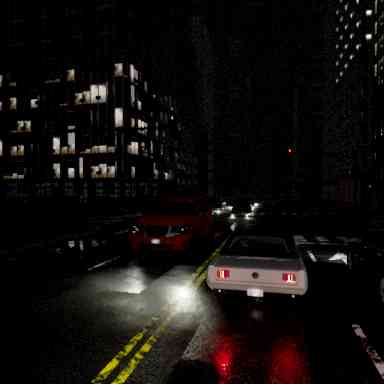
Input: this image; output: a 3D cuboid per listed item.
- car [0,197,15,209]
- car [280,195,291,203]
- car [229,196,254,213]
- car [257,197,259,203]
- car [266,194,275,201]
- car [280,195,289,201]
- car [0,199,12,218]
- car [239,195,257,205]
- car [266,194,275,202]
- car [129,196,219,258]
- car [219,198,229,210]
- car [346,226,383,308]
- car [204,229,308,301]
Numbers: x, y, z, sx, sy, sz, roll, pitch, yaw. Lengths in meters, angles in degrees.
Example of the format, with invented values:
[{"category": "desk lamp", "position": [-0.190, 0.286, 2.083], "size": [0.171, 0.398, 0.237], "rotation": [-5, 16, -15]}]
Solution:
[{"category": "car", "position": [-20.453, 1.209, 33.694], "size": [5.008, 1.535, 1.882], "rotation": [1, 1, 15]}, {"category": "car", "position": [19.720, 1.473, 69.625], "size": [2.033, 1.411, 5.357], "rotation": [0, 0, 13]}, {"category": "car", "position": [5.229, 1.437, 35.623], "size": [1.882, 1.535, 5.008], "rotation": [0, -1, 7]}, {"category": "car", "position": [12.388, 1.440, 66.981], "size": [2.128, 1.511, 4.902], "rotation": [0, 0, 14]}, {"category": "car", "position": [18.981, 1.284, 80.513], "size": [2.128, 1.511, 4.902], "rotation": [0, 0, 13]}, {"category": "car", "position": [22.149, 1.354, 79.786], "size": [1.895, 1.301, 4.718], "rotation": [0, 0, 13]}, {"category": "car", "position": [-17.229, 1.434, 26.781], "size": [4.313, 1.339, 1.947], "rotation": [1, 1, 15]}, {"category": "car", "position": [8.867, 1.490, 52.583], "size": [1.812, 1.442, 4.674], "rotation": [0, 0, 13]}, {"category": "car", "position": [16.663, 1.529, 70.816], "size": [1.895, 1.301, 4.718], "rotation": [0, 0, 13]}, {"category": "car", "position": [-0.526, 1.212, 13.301], "size": [2.150, 2.045, 5.566], "rotation": [0, 0, 14]}, {"category": "car", "position": [3.277, 1.523, 43.214], "size": [2.033, 1.411, 5.357], "rotation": [0, 0, 13]}, {"category": "car", "position": [4.864, 1.501, 7.476], "size": [1.837, 1.490, 4.892], "rotation": [0, 0, 13]}, {"category": "car", "position": [1.738, 1.597, 8.389], "size": [1.895, 1.301, 4.718], "rotation": [0, 0, 14]}]
